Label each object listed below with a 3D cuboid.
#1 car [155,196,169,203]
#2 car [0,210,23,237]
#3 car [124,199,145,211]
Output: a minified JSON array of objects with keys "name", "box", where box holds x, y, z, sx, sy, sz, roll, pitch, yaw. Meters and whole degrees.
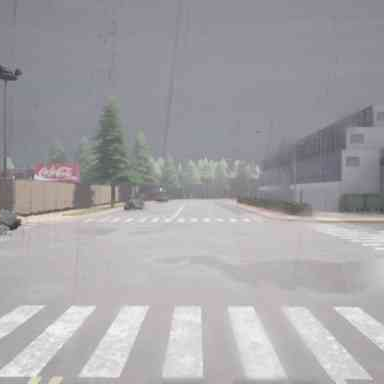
[{"name":"car","box":[-6.073,1.559,67.291,1.895,1.301,4.718,0,0,8]},{"name":"car","box":[-11.081,1.518,16.364,4.902,1.511,2.128,0,2,-33]},{"name":"car","box":[-6.764,1.547,39.502,1.994,1.385,4.181,0,0,1]}]
